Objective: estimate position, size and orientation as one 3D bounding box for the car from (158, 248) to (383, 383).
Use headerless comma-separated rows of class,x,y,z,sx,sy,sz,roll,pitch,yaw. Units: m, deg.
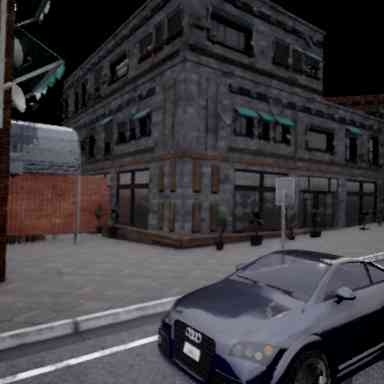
car,1.620,1.589,4.842,4.181,1.385,1.994,0,0,-36
